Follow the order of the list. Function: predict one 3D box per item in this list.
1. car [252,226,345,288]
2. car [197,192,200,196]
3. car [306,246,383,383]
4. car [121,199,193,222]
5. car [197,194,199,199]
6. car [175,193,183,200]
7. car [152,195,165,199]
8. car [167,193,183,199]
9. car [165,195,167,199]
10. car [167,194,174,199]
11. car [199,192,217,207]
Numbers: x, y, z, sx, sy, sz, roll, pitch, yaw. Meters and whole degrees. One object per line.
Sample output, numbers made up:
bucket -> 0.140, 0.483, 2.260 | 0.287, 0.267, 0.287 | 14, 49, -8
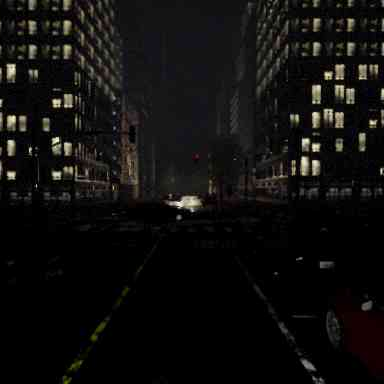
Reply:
car -> 2.814, 1.544, 8.994 | 1.947, 1.339, 4.313 | -1, 0, 0
car -> 2.437, 1.082, 87.405 | 2.192, 1.841, 5.009 | 0, 0, 0
car -> 2.795, 1.574, 3.308 | 1.802, 1.307, 4.206 | -1, 0, 0
car -> -2.608, 1.484, 25.115 | 5.357, 1.411, 2.033 | 0, 0, -1
car -> 2.507, 1.416, 64.844 | 1.802, 1.307, 4.206 | 0, 0, 0
car -> -3.227, 1.124, 81.716 | 1.837, 1.490, 4.892 | 0, 0, 0
car -> -5.841, 1.390, 53.364 | 1.752, 1.417, 4.829 | 0, 0, 0
car -> -3.186, 1.186, 65.483 | 2.097, 1.767, 4.553 | 0, 0, 0
car -> -5.907, 1.367, 76.088 | 1.947, 1.339, 4.313 | 0, 0, 0
car -> -5.957, 1.274, 92.832 | 1.752, 1.417, 4.829 | 0, 0, 0
car -> 2.555, 1.195, 47.922 | 2.192, 1.841, 5.009 | 0, 0, 0
